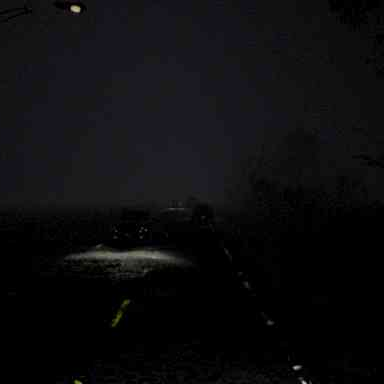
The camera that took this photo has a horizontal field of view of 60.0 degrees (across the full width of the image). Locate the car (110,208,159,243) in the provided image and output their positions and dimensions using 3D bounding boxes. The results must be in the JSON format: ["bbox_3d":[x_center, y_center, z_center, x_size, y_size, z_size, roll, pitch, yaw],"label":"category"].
[{"bbox_3d":[-2.848,1.645,17.191,1.882,1.535,5.008,0,-1,0],"label":"car"}]

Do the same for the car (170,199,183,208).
[{"bbox_3d":[-2.792,1.978,59.727,2.097,1.767,4.553,0,-1,1],"label":"car"}]

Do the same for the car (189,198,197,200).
[{"bbox_3d":[0.826,1.945,43.109,1.837,1.490,4.892,0,-1,0],"label":"car"}]

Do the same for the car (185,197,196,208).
[{"bbox_3d":[0.002,1.859,60.879,2.150,2.045,5.566,0,-1,0],"label":"car"}]

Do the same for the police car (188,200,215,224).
[{"bbox_3d":[0.826,1.696,27.221,1.930,1.638,5.238,0,-1,0],"label":"police car"}]

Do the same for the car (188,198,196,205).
[{"bbox_3d":[0.002,2.235,79.614,1.882,1.535,5.008,0,-1,0],"label":"car"}]
